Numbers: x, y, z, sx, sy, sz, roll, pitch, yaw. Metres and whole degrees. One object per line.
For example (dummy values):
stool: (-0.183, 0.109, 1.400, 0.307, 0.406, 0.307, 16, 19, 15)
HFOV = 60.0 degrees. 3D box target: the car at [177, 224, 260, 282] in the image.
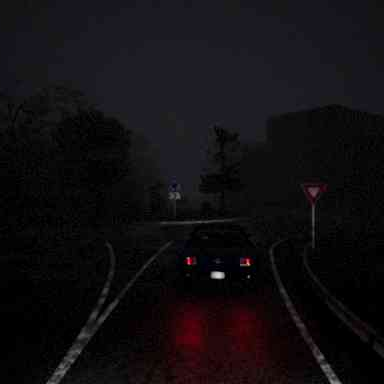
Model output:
car: (0.807, 1.585, 9.693, 1.895, 1.301, 4.718, 0, 0, 6)

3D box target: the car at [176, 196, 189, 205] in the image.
car: (-1.666, 1.345, 54.881, 2.128, 1.511, 4.902, 0, 0, -8)
